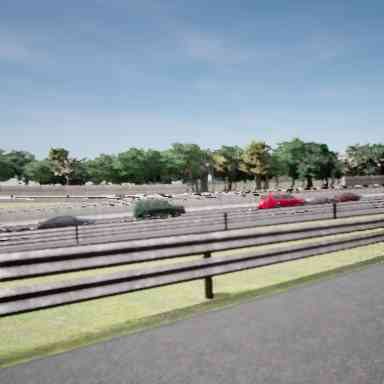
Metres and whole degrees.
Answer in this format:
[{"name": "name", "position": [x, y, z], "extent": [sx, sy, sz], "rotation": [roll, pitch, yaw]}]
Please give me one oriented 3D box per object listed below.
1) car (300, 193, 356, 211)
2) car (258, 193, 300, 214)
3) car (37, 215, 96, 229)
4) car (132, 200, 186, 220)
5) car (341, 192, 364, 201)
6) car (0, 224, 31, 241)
[{"name": "car", "position": [13.929, 1.284, 34.138], "extent": [4.892, 1.490, 1.837], "rotation": [-3, 2, -21]}, {"name": "car", "position": [9.884, 1.137, 36.311], "extent": [5.566, 2.045, 2.150], "rotation": [-3, 2, -21]}, {"name": "car", "position": [-10.589, 2.669, 28.292], "extent": [4.674, 1.442, 1.812], "rotation": [-3, 2, -21]}, {"name": "car", "position": [-3.475, 1.827, 34.835], "extent": [5.566, 2.045, 2.150], "rotation": [-3, 2, -21]}, {"name": "car", "position": [20.652, 0.722, 44.292], "extent": [4.674, 1.442, 1.812], "rotation": [-3, 2, -21]}, {"name": "car", "position": [-13.946, 2.937, 23.217], "extent": [4.902, 1.511, 2.128], "rotation": [-3, 2, -21]}]
